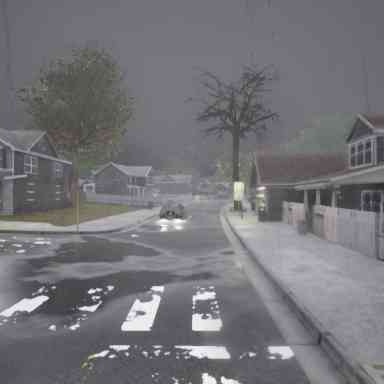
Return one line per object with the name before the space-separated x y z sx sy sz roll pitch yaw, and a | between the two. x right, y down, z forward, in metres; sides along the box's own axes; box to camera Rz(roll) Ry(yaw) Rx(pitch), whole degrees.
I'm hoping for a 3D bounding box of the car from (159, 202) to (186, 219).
car | -1.624 1.599 29.163 1.994 1.385 4.181 0 0 4
